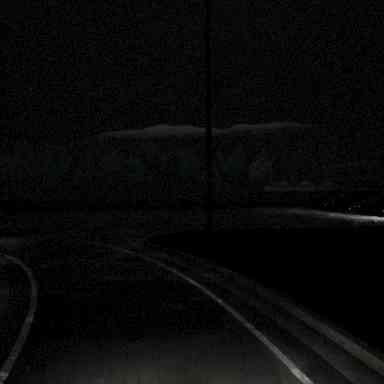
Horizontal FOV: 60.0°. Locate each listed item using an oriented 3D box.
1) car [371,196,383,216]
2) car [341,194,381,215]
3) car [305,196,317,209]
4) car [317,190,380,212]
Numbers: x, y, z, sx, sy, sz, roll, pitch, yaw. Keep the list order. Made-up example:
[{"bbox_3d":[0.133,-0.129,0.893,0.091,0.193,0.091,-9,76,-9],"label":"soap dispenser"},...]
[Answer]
[{"bbox_3d":[16.416,1.224,25.258,4.181,1.385,1.994,-1,0,-6],"label":"car"},{"bbox_3d":[15.935,1.146,28.727,4.892,1.490,1.837,-1,0,-6],"label":"car"},{"bbox_3d":[15.097,0.824,35.677,5.566,2.045,2.150,-1,0,-6],"label":"car"},{"bbox_3d":[15.538,0.845,32.205,5.566,2.045,2.150,0,0,-6],"label":"car"}]
